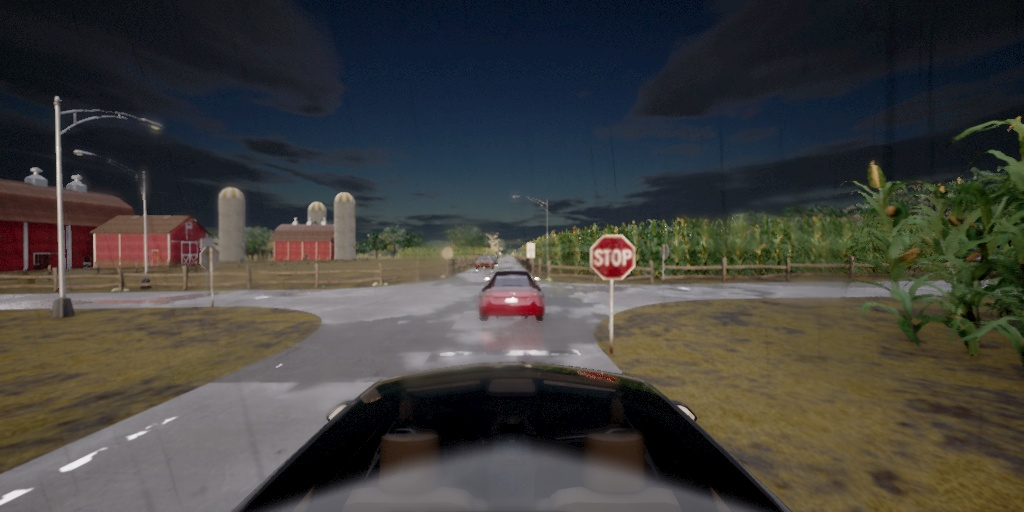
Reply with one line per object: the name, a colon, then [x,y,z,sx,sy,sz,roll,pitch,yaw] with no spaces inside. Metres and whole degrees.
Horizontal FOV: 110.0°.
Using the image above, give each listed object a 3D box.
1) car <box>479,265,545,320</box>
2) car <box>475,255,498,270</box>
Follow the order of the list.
car: [-0.004,1.191,12.063,1.994,1.385,4.181,0,1,0]
car: [-3.142,0.647,42.285,2.097,1.767,4.553,0,1,0]
